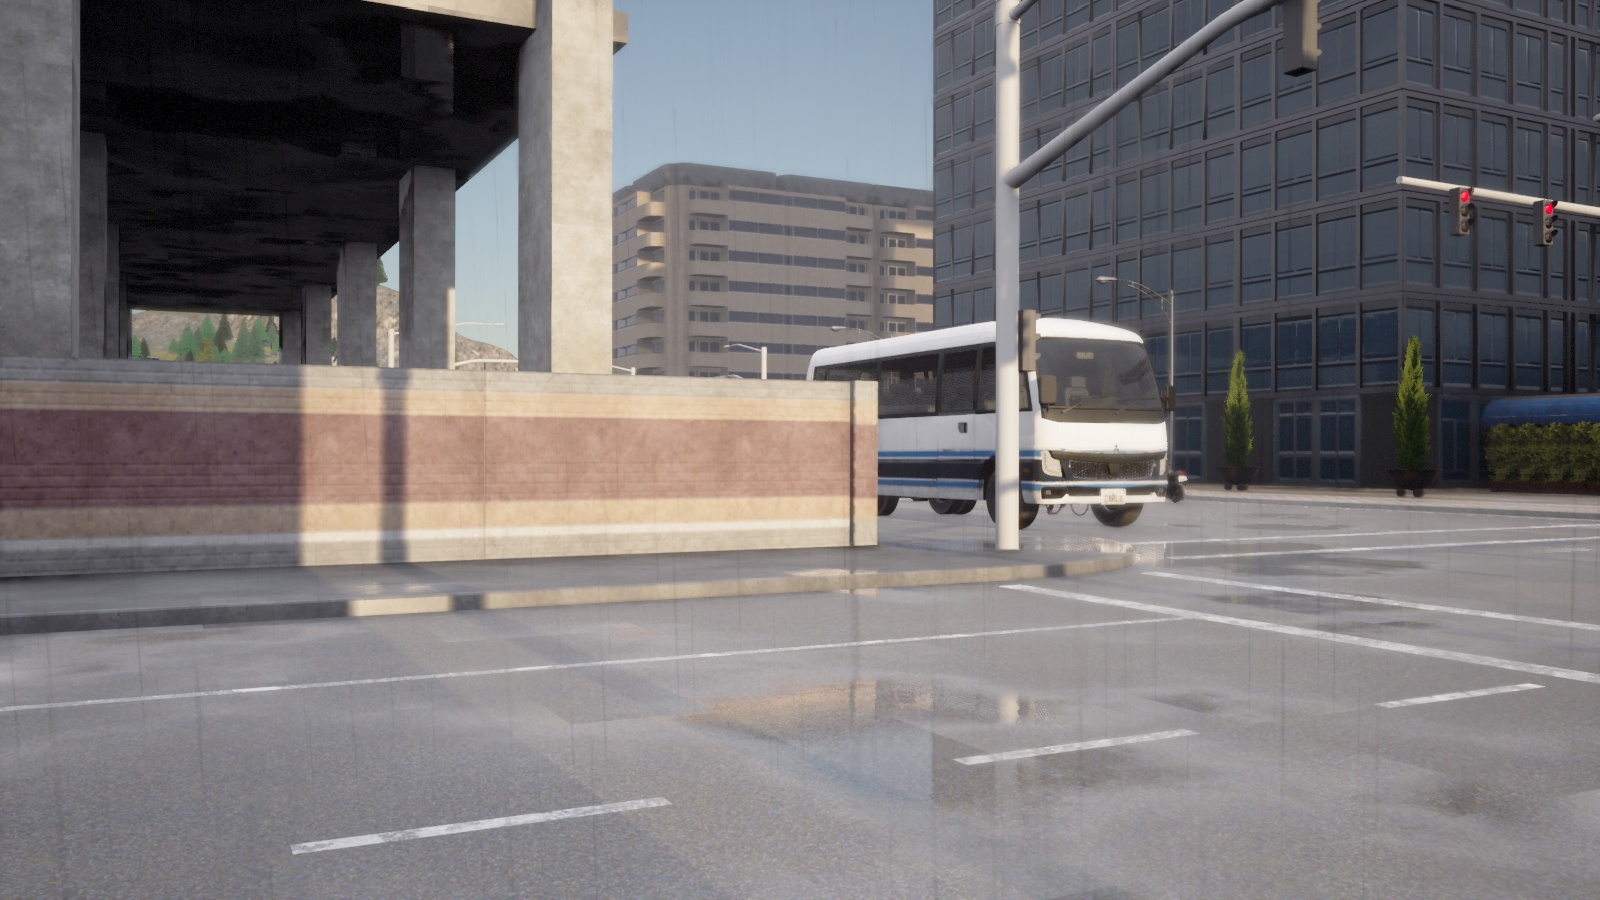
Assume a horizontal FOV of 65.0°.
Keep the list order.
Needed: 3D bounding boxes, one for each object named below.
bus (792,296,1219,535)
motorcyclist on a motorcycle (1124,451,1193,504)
[{"bbox_3d":[3.925,-0.572,27.766,3.944,4.253,10.273,0,0,-27],"label":"bus"},{"bbox_3d":[10.697,0.796,37.539,0.797,1.523,2.044,0,0,-27],"label":"motorcyclist on a motorcycle"}]
